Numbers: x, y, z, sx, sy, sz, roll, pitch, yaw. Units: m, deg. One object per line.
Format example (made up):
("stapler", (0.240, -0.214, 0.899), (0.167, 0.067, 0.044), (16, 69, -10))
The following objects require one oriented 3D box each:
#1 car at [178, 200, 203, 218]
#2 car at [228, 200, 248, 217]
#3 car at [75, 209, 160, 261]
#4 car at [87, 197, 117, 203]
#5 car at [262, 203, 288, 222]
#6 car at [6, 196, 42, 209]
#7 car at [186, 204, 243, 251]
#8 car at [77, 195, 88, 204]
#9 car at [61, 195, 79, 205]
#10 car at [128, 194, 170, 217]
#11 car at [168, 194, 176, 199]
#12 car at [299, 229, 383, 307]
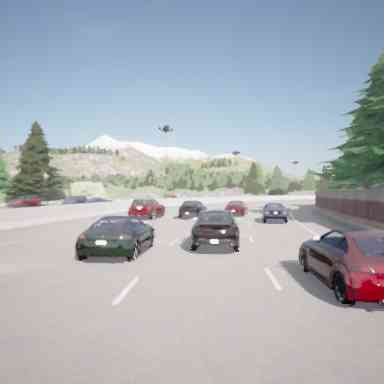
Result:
("car", (0.133, 1.484, 29.561), (1.837, 1.490, 4.892), (0, 0, 12))
("car", (4.230, 1.514, 31.670), (1.812, 1.442, 4.674), (0, 0, 14))
("car", (-2.649, 1.548, 12.349), (1.994, 1.385, 4.181), (0, 0, 5))
("car", (-11.019, 1.542, 42.922), (1.895, 1.301, 4.718), (0, 0, 17))
("car", (6.514, 1.546, 26.254), (2.033, 1.411, 5.357), (0, 0, 12))
("car", (-21.780, 1.263, 43.337), (2.097, 1.767, 4.553), (0, 0, 16))
("car", (1.053, 1.498, 14.159), (1.837, 1.490, 4.892), (0, 0, 6))
("car", (-13.533, 1.458, 46.502), (1.812, 1.442, 4.674), (0, 0, 18))
("car", (-16.725, 1.275, 47.954), (2.097, 1.767, 4.553), (0, 0, 18))
("car", (-3.724, 1.322, 28.233), (2.097, 1.767, 4.553), (0, 0, 12))
("car", (-5.717, 1.235, 81.139), (2.097, 1.767, 4.553), (0, 0, 29))
("car", (4.008, 1.569, 8.047), (1.994, 1.385, 4.181), (0, 0, 4))
